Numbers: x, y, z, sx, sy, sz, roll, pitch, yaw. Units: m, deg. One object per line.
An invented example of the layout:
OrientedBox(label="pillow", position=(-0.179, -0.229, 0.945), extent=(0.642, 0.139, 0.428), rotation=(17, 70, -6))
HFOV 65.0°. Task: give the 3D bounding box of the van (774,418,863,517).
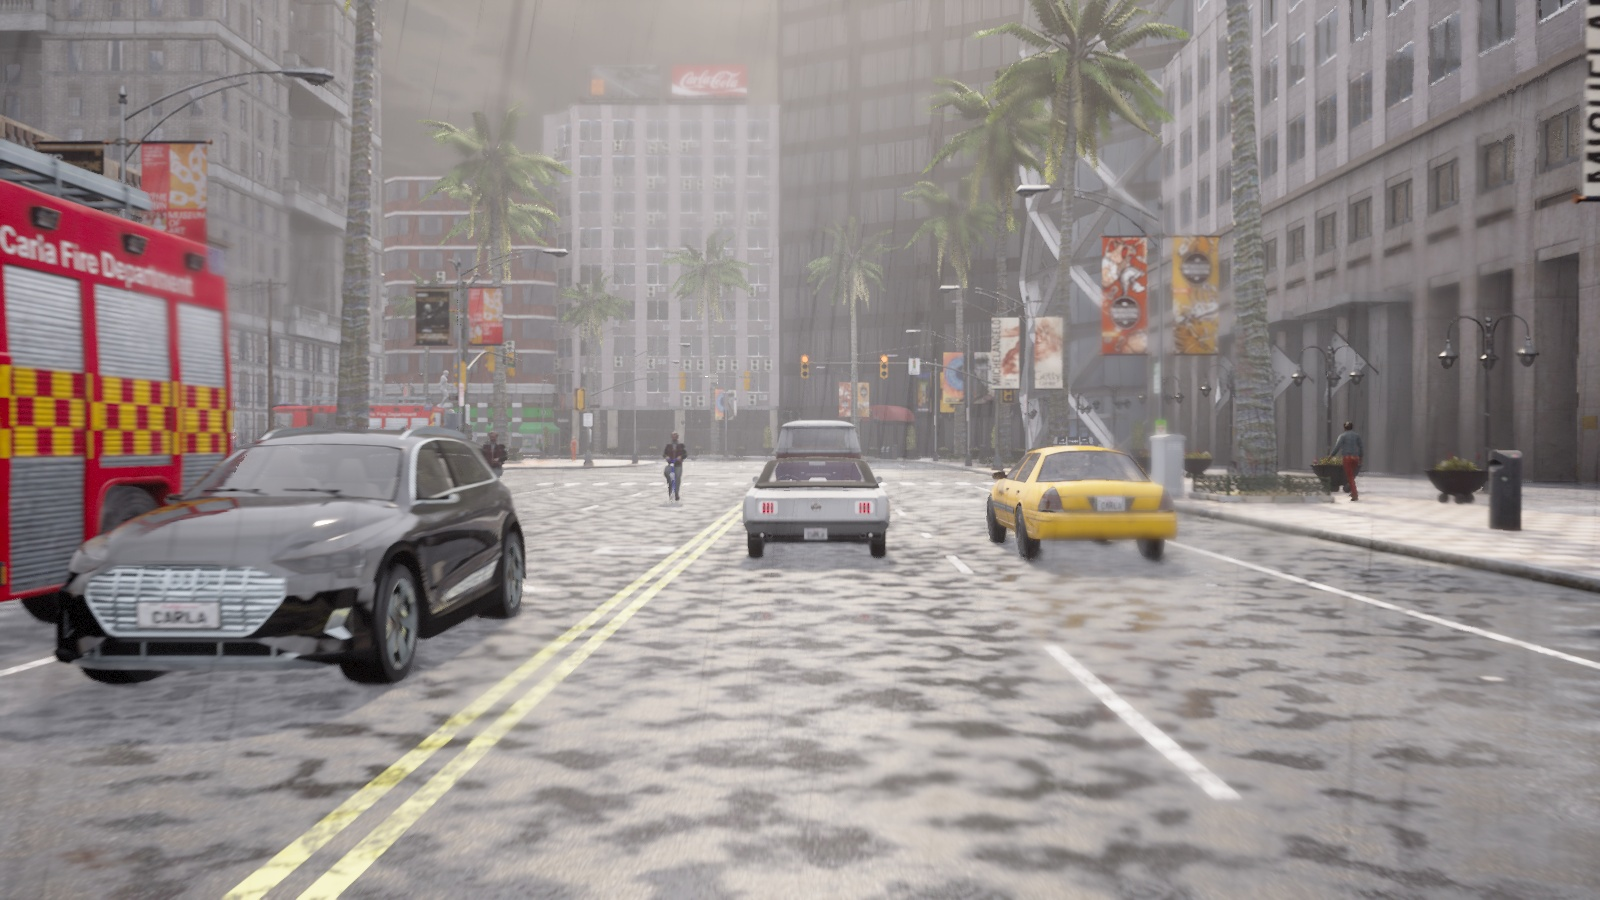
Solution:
OrientedBox(label="van", position=(0.409, 0.345, 27.476), extent=(1.775, 1.987, 4.442), rotation=(0, 0, 1))

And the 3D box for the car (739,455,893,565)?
OrientedBox(label="car", position=(0.244, 0.747, 17.772), extent=(1.895, 1.301, 4.718), rotation=(0, 0, 1))

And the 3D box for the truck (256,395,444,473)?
OrientedBox(label="truck", position=(-22.562, -0.792, 63.243), extent=(8.468, 3.827, 2.891), rotation=(0, 0, 1))

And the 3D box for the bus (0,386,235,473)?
OrientedBox(label="bus", position=(-34.585, -1.015, 63.460), extent=(10.273, 4.253, 3.944), rotation=(0, 0, 0))

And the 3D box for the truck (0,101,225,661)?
OrientedBox(label="truck", position=(-6.931, -0.467, 7.624), extent=(2.891, 3.827, 8.468), rotation=(0, 0, 1))

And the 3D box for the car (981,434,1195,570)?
OrientedBox(label="car", position=(3.735, 0.591, 17.274), extent=(1.801, 1.575, 5.366), rotation=(0, 0, 1))

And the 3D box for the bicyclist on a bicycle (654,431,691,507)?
OrientedBox(label="bicyclist on a bicycle", position=(-3.047, 0.445, 30.128), extent=(0.659, 1.776, 1.843), rotation=(0, 0, 1))

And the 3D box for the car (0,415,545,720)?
OrientedBox(label="car", position=(-3.412, 0.622, 9.222), extent=(2.033, 1.649, 4.856), rotation=(0, 0, 1))

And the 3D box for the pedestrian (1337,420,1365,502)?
OrientedBox(label="pedestrian", position=(12.514, 0.253, 28.520), extent=(0.353, 1.847, 0.614), rotation=(0, 0, -1))
